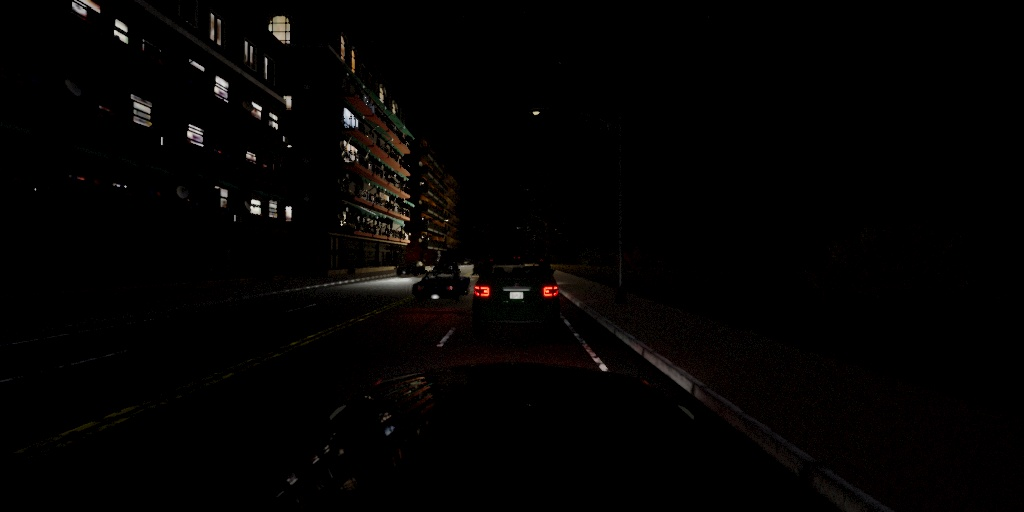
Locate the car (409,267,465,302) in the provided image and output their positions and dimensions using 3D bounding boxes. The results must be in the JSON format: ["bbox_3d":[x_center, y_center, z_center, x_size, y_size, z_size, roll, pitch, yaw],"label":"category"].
[{"bbox_3d":[-3.114,1.353,16.833,1.895,1.301,4.718,0,0,0],"label":"car"}]

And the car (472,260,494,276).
[{"bbox_3d":[-3.059,1.229,38.700,1.882,1.535,5.008,0,0,0],"label":"car"}]

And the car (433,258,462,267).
[{"bbox_3d":[-6.516,1.104,35.329,2.097,1.767,4.553,0,0,0],"label":"car"}]

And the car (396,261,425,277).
[{"bbox_3d":[-9.767,1.243,34.927,2.128,1.511,4.902,0,0,0],"label":"car"}]

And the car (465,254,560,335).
[{"bbox_3d":[0.116,0.973,10.693,2.150,2.045,5.566,0,0,0],"label":"car"}]
